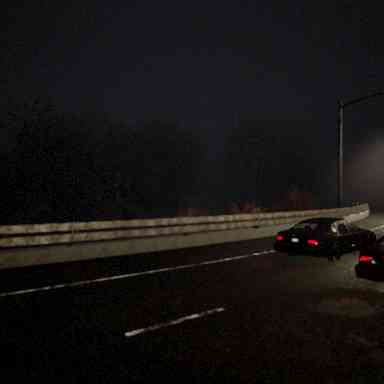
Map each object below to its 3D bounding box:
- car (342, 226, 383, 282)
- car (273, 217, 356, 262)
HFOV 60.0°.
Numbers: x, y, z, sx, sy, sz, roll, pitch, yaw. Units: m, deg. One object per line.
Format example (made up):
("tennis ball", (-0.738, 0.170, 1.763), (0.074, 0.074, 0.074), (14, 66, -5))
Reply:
("car", (6.411, 1.680, 9.180), (5.357, 1.411, 2.033), (1, -1, -42))
("car", (5.300, 1.704, 12.887), (5.357, 1.411, 2.033), (1, -1, -43))
